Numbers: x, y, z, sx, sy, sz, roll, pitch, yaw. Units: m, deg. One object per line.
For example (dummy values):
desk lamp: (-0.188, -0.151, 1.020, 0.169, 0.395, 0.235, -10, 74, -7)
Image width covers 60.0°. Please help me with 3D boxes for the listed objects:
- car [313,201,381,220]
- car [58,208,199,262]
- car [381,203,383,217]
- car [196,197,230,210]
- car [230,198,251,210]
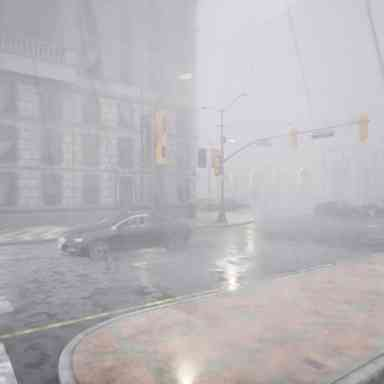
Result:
car: (12.671, 1.491, 28.003, 2.128, 1.511, 4.902, 0, 0, -36)
car: (-2.276, 1.491, 12.181, 4.902, 1.511, 2.128, 0, 0, -35)
car: (16.361, 1.601, 29.103, 1.895, 1.301, 4.718, 0, 0, -38)
car: (2.138, 1.477, 42.616, 1.882, 1.535, 5.008, 0, 0, -36)
car: (5.325, 1.547, 44.173, 2.033, 1.411, 5.357, 0, 0, -36)
